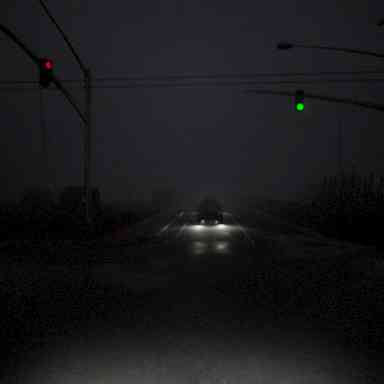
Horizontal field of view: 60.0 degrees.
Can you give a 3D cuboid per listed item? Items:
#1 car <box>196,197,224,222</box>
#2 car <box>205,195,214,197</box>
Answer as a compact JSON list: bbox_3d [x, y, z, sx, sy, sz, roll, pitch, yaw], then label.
[{"bbox_3d":[1.384,1.415,25.600,1.882,1.535,5.008,0,0,3],"label":"car"},{"bbox_3d":[1.985,1.429,37.683,1.837,1.490,4.892,0,0,3],"label":"car"}]
